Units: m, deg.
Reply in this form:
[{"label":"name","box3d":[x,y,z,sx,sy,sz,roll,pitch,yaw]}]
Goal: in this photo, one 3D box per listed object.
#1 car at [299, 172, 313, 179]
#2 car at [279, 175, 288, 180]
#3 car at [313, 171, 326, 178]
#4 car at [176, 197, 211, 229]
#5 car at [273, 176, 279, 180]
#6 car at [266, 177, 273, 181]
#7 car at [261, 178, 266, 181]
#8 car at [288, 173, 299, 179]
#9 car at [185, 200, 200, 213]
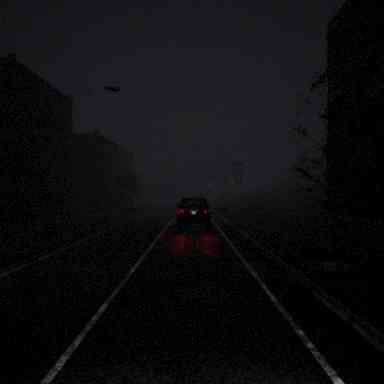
[{"label":"car","box3d":[23.528,-3.095,65.028,2.163,1.488,4.792,0,1,-6]},{"label":"car","box3d":[22.439,-3.254,76.225,2.097,1.535,5.008,0,1,-4]},{"label":"car","box3d":[24.231,-3.021,59.554,2.002,1.452,4.674,0,1,-7]},{"label":"car","box3d":[0.100,1.372,22.818,2.150,2.045,5.566,0,0,0]},{"label":"car","box3d":[22.086,-3.277,81.763,2.002,1.452,4.674,0,1,-3]},{"label":"car","box3d":[21.852,-3.376,87.305,2.231,1.521,4.892,0,0,-1]},{"label":"car","box3d":[21.723,-3.417,92.823,2.231,1.521,4.892,0,0,-1]},{"label":"car","box3d":[22.908,-3.315,70.720,2.185,1.767,4.553,0,1,-5]},{"label":"car","box3d":[0.095,1.800,41.741,1.812,1.442,4.674,0,-1,0]}]
